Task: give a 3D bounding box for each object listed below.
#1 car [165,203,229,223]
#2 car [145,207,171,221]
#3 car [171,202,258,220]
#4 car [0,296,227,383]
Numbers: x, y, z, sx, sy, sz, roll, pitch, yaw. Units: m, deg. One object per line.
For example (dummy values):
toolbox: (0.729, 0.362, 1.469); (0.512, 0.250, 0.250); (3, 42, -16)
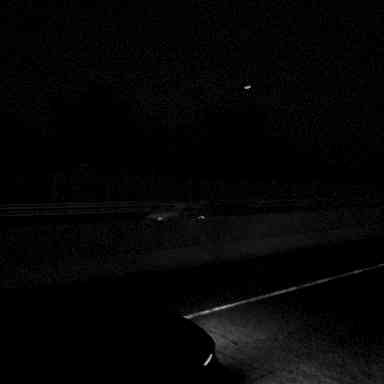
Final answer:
car: (0.427, 1.577, 25.792); (4.718, 1.301, 1.895); (0, 0, -35)
car: (-0.650, 1.507, 20.724); (4.674, 1.442, 1.812); (0, 0, -36)
car: (1.479, 1.333, 17.944); (4.553, 1.767, 2.097); (0, 0, -35)
car: (-1.861, 1.526, 2.417); (4.674, 1.442, 1.812); (0, 0, -35)
